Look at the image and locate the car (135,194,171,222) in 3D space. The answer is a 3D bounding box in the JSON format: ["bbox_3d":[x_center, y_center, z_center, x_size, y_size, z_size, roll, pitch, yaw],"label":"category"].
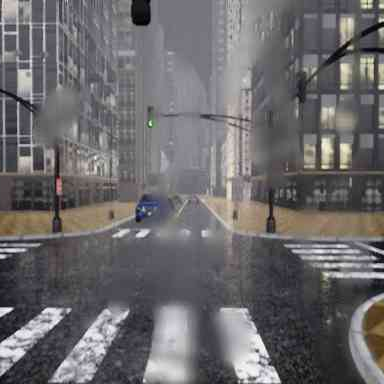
[{"bbox_3d":[-2.992,1.146,25.607,2.150,2.045,5.566,0,0,-2],"label":"car"}]

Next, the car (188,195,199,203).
[{"bbox_3d":[0.278,1.385,65.423,2.033,1.411,5.357,0,0,0],"label":"car"}]

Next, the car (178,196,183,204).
[{"bbox_3d":[-2.757,1.375,58.724,1.812,1.442,4.674,0,0,0],"label":"car"}]

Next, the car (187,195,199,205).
[{"bbox_3d":[0.234,1.348,55.005,2.128,1.511,4.902,0,0,0],"label":"car"}]

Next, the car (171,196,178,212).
[{"bbox_3d":[-2.933,1.372,37.875,1.882,1.535,5.008,0,1,0],"label":"car"}]
